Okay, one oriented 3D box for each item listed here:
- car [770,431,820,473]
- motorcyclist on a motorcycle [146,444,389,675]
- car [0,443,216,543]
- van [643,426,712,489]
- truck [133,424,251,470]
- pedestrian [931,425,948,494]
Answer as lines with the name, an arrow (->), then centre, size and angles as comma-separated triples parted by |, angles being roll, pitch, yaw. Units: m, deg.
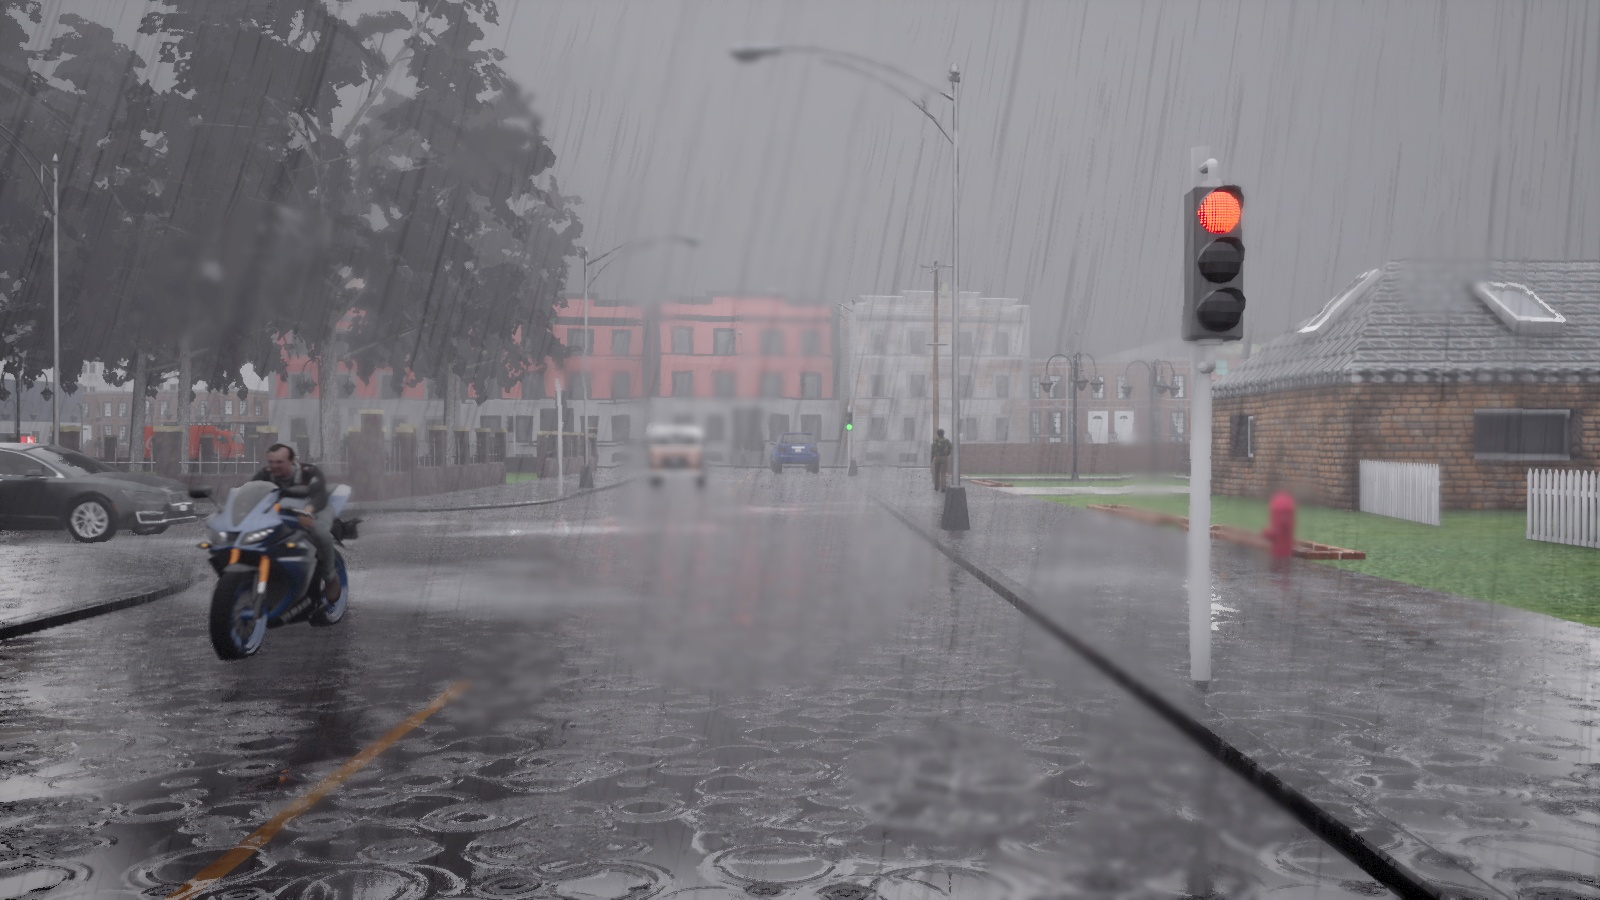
car -> -0.303, 0.102, 64.406 | 2.150, 2.045, 5.566 | 0, 0, -5
motorcyclist on a motorcycle -> -3.901, 0.725, 9.446 | 0.866, 1.530, 2.191 | 0, 0, 1
car -> -11.955, 0.631, 19.535 | 4.892, 1.490, 1.837 | 0, 0, 0
van -> -4.137, 0.224, 42.958 | 2.069, 2.038, 4.480 | 0, 0, -2
truck -> -33.244, -0.155, 68.773 | 5.204, 2.467, 2.627 | 0, 0, 0
pedestrian -> 3.926, 0.258, 35.326 | 0.395, 1.930, 0.692 | 0, 0, -1
